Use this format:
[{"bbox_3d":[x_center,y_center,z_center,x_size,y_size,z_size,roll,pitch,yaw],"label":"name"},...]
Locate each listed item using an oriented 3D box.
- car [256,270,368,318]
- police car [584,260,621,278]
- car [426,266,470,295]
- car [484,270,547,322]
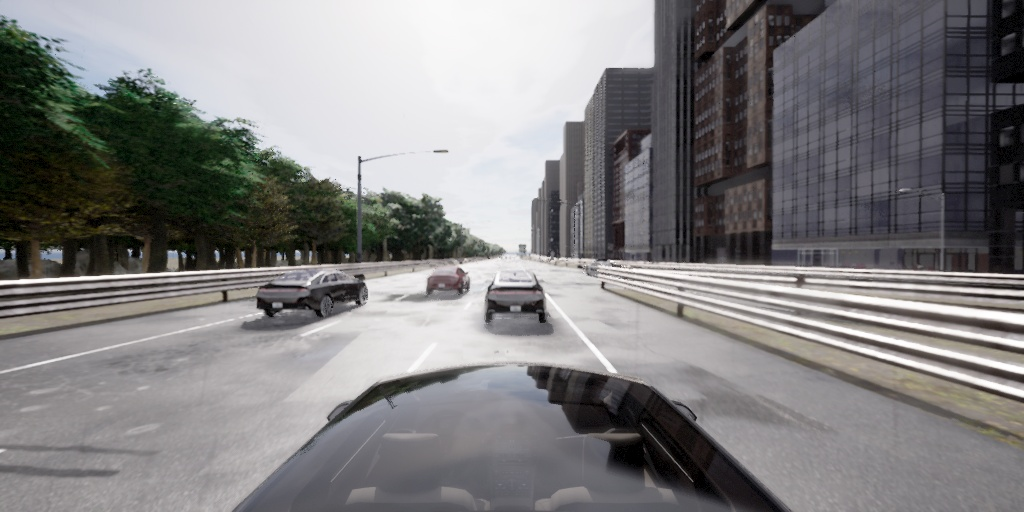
[{"bbox_3d":[-6.901,1.234,12.978,2.128,1.511,4.902,0,0,0],"label":"car"},{"bbox_3d":[8.632,1.191,34.787,1.930,1.638,5.238,0,0,-12],"label":"police car"},{"bbox_3d":[-3.401,1.265,19.628,1.812,1.442,4.674,0,0,0],"label":"car"},{"bbox_3d":[0.100,1.235,12.290,2.128,1.511,4.902,0,0,0],"label":"car"}]
